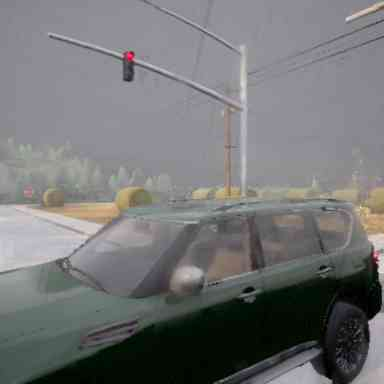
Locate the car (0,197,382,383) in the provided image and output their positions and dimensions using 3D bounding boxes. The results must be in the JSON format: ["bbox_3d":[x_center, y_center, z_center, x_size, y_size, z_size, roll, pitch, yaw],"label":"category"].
[{"bbox_3d":[0.010,1.114,3.880,5.566,2.045,2.150,-1,1,-35],"label":"car"}]
